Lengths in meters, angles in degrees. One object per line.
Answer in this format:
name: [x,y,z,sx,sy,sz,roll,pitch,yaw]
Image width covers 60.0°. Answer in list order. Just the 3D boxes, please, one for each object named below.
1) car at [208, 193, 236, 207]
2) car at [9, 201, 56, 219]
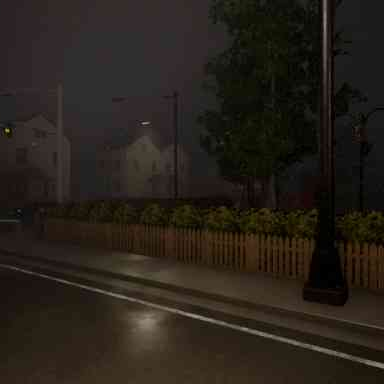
car: [4.330,1.221,48.791,2.150,2.045,5.566,0,0,35]
car: [-13.634,1.526,29.413,1.812,1.442,4.674,0,0,35]
